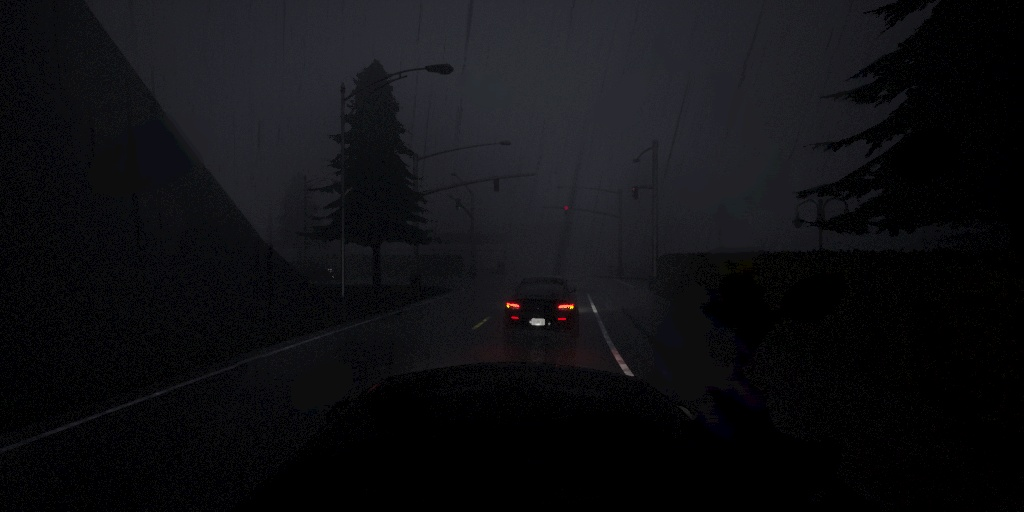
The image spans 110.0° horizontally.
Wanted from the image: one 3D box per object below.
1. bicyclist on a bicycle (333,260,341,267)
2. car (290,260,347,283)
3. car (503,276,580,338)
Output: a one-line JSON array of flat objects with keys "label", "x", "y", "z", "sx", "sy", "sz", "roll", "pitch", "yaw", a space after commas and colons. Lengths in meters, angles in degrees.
[{"label": "bicyclist on a bicycle", "x": -17.340, "y": 1.203, "z": 35.410, "sx": 0.582, "sy": 1.620, "sz": 1.656, "roll": 0, "pitch": 0, "yaw": 8}, {"label": "car", "x": -15.326, "y": 1.104, "z": 27.987, "sx": 4.553, "sy": 1.767, "sz": 2.097, "roll": 0, "pitch": 0, "yaw": 9}, {"label": "car", "x": 0.927, "y": 1.276, "z": 10.119, "sx": 1.812, "sy": 1.442, "sz": 4.674, "roll": 0, "pitch": 0, "yaw": 9}]
